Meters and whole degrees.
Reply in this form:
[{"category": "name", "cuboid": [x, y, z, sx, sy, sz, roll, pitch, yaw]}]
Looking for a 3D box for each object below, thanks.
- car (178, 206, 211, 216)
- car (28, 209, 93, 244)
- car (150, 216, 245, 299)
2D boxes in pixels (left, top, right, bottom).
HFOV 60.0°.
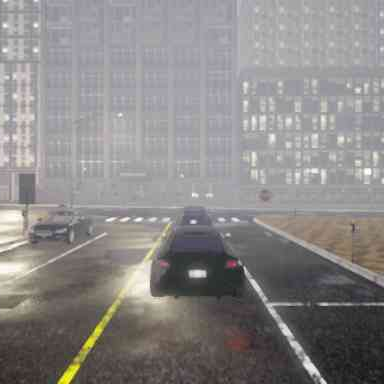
[{"category": "car", "cuboid": [0.144, 1.483, 19.085, 1.994, 1.385, 4.181, 0, 0, 2]}, {"category": "car", "cuboid": [-5.808, 1.486, 15.209, 2.008, 1.369, 4.403, 1, 0, 0]}, {"category": "car", "cuboid": [0.103, 1.528, 8.389, 1.994, 1.385, 4.181, 0, 0, 0]}]
